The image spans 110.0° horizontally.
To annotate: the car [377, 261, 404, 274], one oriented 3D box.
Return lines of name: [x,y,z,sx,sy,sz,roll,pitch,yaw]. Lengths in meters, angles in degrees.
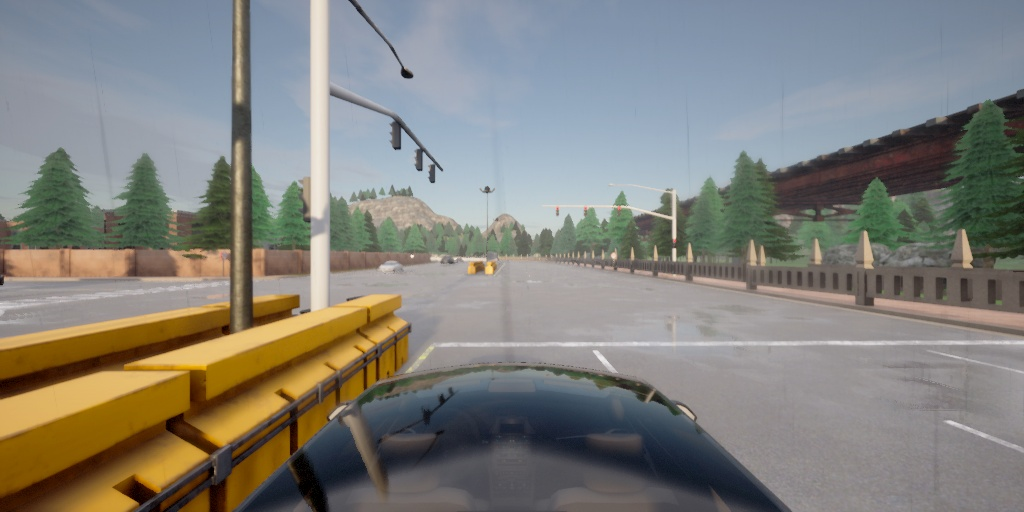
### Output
car: [-14.000,1.316,41.516,1.812,1.442,4.674,0,1,0]

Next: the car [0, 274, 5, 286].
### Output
car: [-30.914,0.960,19.078,5.566,2.045,2.150,1,0,0]
